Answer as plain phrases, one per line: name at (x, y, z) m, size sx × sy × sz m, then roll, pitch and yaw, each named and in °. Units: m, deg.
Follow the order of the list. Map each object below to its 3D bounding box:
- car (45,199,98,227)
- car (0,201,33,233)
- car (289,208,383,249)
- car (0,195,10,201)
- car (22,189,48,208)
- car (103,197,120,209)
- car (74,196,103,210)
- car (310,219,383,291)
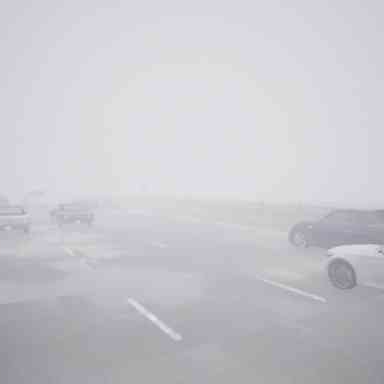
car at (-7.554, 1.359, 20.578) m, size 1.895 × 1.301 × 4.718 m, roll 1°, pitch 0°, yaw -31°
car at (-9.601, 1.350, 17.222) m, size 1.895 × 1.301 × 4.718 m, roll 1°, pitch 0°, yaw -31°
car at (5.790, 1.360, 12.199) m, size 2.097 × 1.767 × 4.553 m, roll 1°, pitch 0°, yaw -32°
car at (-18.927, 0.994, 32.448) m, size 1.882 × 1.535 × 5.008 m, roll 1°, pitch 0°, yaw -31°
car at (-16.989, 0.744, 35.991) m, size 2.150 × 2.045 × 5.566 m, roll 1°, pitch 0°, yaw -31°
car at (-9.561, 1.188, 37.258) m, size 1.994 × 1.385 × 4.181 m, roll 1°, pitch 0°, yaw -31°
car at (-10.523, 1.120, 32.131) m, size 1.882 × 1.535 × 5.008 m, roll 1°, pitch 0°, yaw -31°
car at (5.002, 1.556, 6.782) m, size 1.812 × 1.442 × 4.674 m, roll 1°, pitch 0°, yaw -31°
